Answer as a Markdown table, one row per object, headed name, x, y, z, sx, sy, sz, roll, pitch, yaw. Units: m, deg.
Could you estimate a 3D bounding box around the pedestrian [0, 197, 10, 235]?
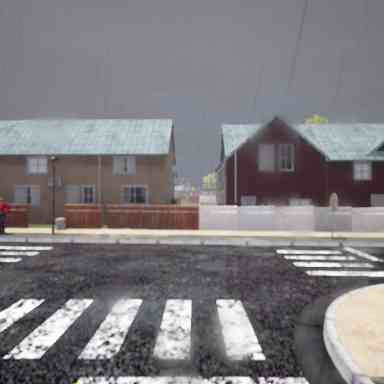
| name | x | y | z | sx | sy | sz | roll | pitch | yaw |
| --- | --- | --- | --- | --- | --- | --- | --- | --- | --- |
| pedestrian | -9.328 | 1.148 | 16.343 | 0.375 | 1.860 | 0.375 | 0 | -1 | 1 |
